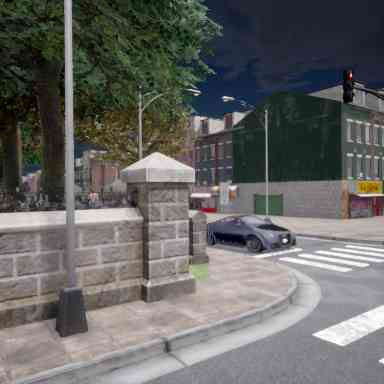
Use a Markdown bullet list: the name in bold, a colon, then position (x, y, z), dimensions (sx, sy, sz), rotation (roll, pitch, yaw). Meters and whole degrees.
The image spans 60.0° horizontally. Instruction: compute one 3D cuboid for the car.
- **car**: position (2.332, 1.717, 14.383), dimensions (1.994, 1.385, 4.181), rotation (-1, 0, -39)
